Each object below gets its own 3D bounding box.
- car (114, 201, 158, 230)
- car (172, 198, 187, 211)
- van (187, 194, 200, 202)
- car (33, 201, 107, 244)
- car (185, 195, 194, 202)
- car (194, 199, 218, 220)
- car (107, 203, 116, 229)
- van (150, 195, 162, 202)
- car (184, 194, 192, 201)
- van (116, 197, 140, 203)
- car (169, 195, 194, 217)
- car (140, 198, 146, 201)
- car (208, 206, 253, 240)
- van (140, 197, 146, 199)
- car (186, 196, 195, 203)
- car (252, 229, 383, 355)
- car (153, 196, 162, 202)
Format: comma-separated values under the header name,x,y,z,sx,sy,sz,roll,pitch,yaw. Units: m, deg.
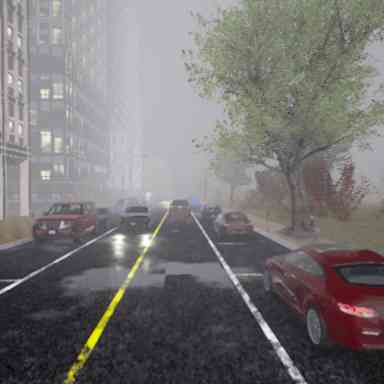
name,x,y,z,sx,sy,sz,roll,pitch,yaw
car,-3.556,1.589,21.935,1.882,1.535,5.008,0,0,-2
car,-1.647,1.589,43.553,1.882,1.535,5.008,0,0,-2
van,0.424,1.466,55.816,1.690,1.788,3.998,-1,0,-2
car,-6.022,1.394,16.587,2.192,1.841,5.009,-1,0,-2
car,-0.658,1.635,83.501,1.967,1.590,4.097,-1,0,-2
car,1.512,1.604,28.131,2.008,1.369,4.403,-1,0,-2
car,-6.188,1.658,22.131,1.947,1.339,4.313,-1,0,-2
van,-8.097,1.561,72.025,1.690,1.788,3.998,-1,0,-2
car,-1.095,1.538,94.575,2.192,1.841,5.009,-1,0,-2
van,-6.578,1.462,33.220,1.690,1.788,3.998,-1,0,-2
car,-1.178,1.435,32.817,2.097,1.767,4.553,0,0,-2
car,-6.790,1.717,38.763,1.802,1.307,4.206,-1,0,-2
car,2.038,1.607,17.061,1.802,1.307,4.206,-1,0,-2
van,-7.012,1.491,44.307,1.690,1.788,3.998,-1,0,-2
car,-0.439,1.747,77.964,1.947,1.339,4.313,-1,0,-2
car,2.508,1.578,5.987,1.802,1.307,4.206,-1,0,-2
car,-8.527,1.792,83.112,1.887,1.381,4.507,-1,0,-2
